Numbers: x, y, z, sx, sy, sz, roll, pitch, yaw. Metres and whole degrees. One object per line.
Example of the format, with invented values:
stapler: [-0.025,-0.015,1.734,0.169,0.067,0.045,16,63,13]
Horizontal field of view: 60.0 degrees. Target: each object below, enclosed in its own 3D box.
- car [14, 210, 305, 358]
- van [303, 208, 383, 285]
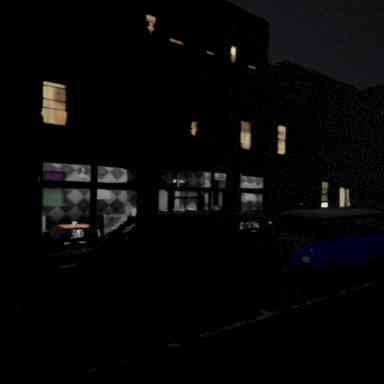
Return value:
car: [-0.442,1.326,6.222,5.009,1.841,2.192,0,1,-35]
van: [3.959,1.370,9.363,3.998,1.788,1.690,0,1,-35]
